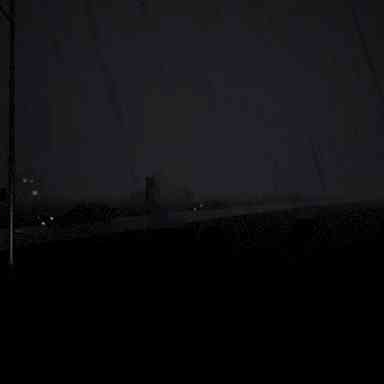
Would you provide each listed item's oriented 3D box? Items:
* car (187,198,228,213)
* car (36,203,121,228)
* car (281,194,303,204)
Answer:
[{"bbox_3d":[1.594,1.304,33.246,1.895,1.301,4.718,1,1,37],"label":"car"},{"bbox_3d":[-7.018,1.389,21.268,2.033,1.411,5.357,1,1,35],"label":"car"},{"bbox_3d":[14.946,1.002,49.708,2.128,1.511,4.902,1,1,41],"label":"car"}]
